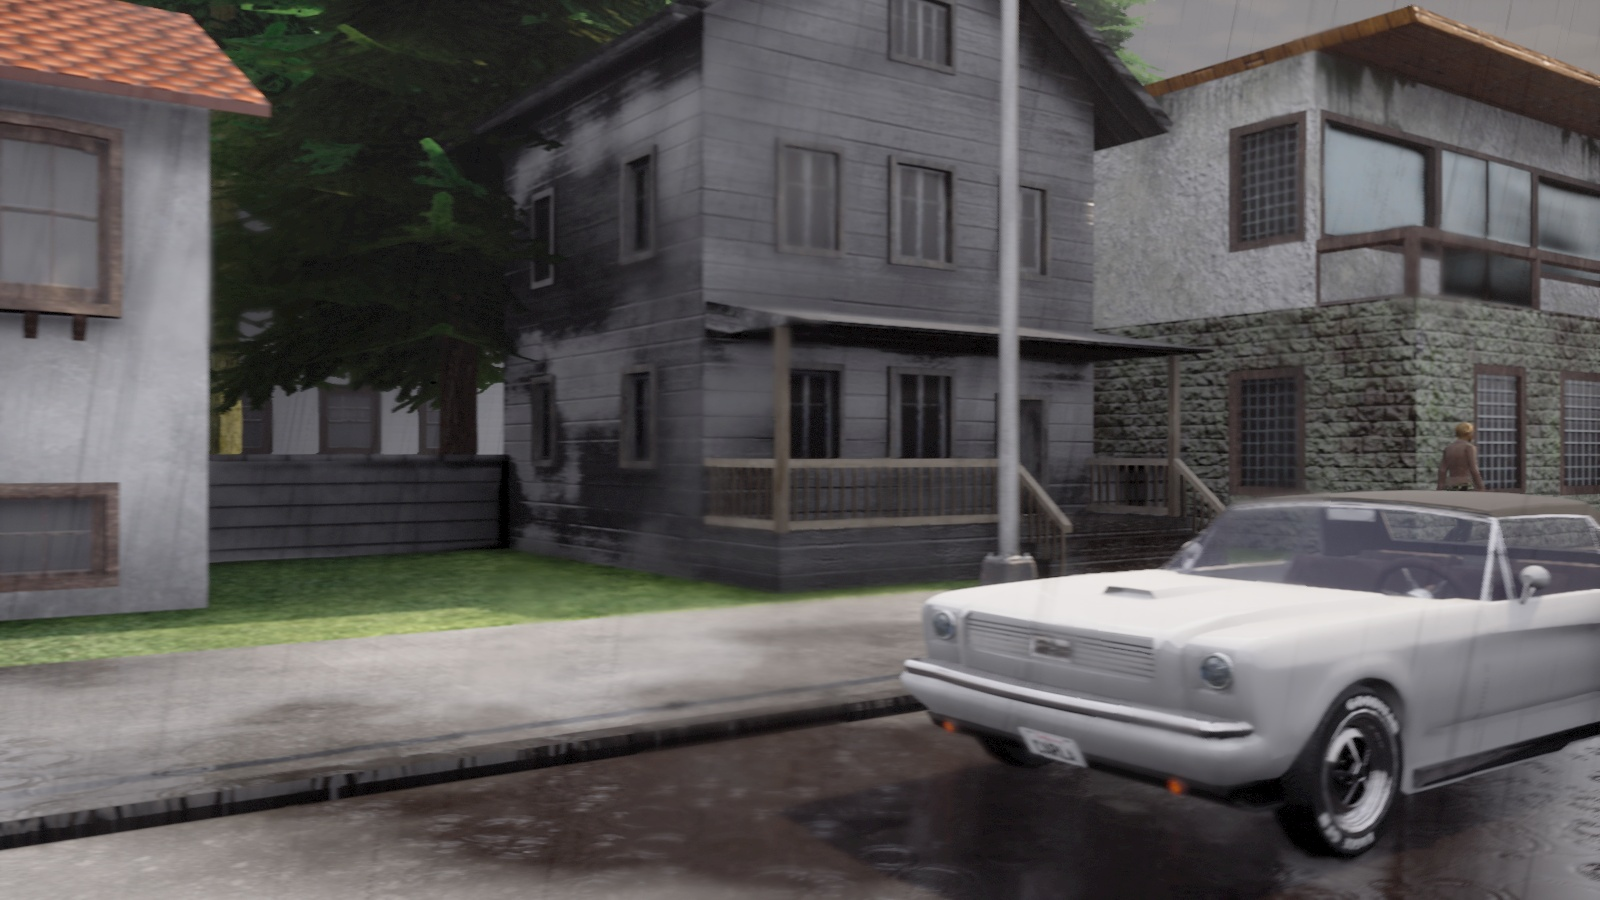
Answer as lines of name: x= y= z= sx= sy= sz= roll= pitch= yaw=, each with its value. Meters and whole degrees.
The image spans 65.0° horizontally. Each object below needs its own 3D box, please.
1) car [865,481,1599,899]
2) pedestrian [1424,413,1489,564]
car: x=2.768 y=0.855 z=6.193 sx=4.718 sy=1.301 sz=1.895 roll=0 pitch=0 yaw=-35
pedestrian: x=8.148 y=0.475 z=15.592 sx=0.634 sy=1.846 sz=0.331 roll=0 pitch=0 yaw=-8
